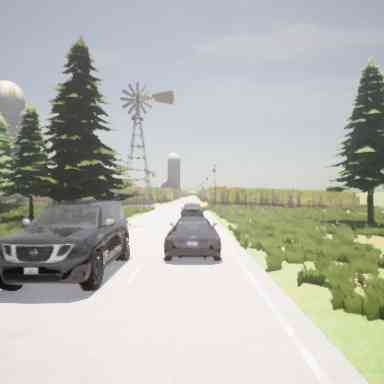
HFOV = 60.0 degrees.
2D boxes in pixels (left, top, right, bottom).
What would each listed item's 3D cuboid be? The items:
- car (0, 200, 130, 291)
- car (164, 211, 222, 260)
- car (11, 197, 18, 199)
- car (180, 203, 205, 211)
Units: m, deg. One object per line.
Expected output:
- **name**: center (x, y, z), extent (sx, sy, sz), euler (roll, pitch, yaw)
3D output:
- **car**: center (-3.237, 1.274, 9.511), extent (2.150, 2.045, 5.566), euler (0, -1, 1)
- **car**: center (0.039, 1.634, 12.682), extent (1.994, 1.385, 4.181), euler (0, 0, 1)
- **car**: center (-34.119, 1.689, 64.659), extent (1.851, 1.617, 3.988), euler (0, 0, 0)
- **car**: center (0.033, 1.655, 27.556), extent (1.837, 1.490, 4.892), euler (0, 0, 1)
